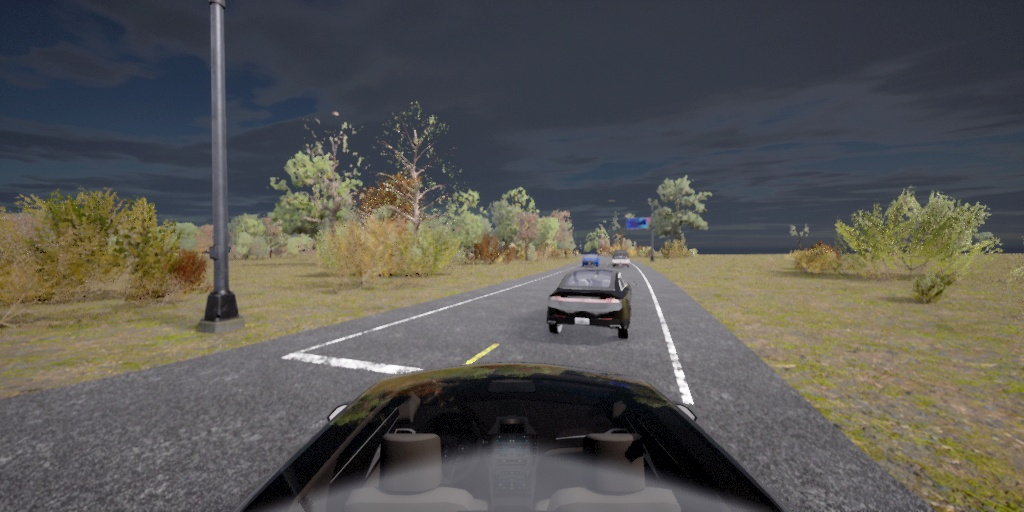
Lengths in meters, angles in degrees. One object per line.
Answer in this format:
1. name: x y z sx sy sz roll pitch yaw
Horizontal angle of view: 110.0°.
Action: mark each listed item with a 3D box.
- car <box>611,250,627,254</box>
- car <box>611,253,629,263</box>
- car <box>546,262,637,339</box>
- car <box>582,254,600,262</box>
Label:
1. car: 15.081 0.164 50.083 2.150 2.045 5.566 0 1 16
2. car: 12.900 0.659 42.463 1.895 1.301 4.718 0 1 18
3. car: 2.261 1.103 9.735 2.128 1.511 4.902 0 1 20
4. car: 9.774 0.513 44.293 1.882 1.535 5.008 0 1 16
